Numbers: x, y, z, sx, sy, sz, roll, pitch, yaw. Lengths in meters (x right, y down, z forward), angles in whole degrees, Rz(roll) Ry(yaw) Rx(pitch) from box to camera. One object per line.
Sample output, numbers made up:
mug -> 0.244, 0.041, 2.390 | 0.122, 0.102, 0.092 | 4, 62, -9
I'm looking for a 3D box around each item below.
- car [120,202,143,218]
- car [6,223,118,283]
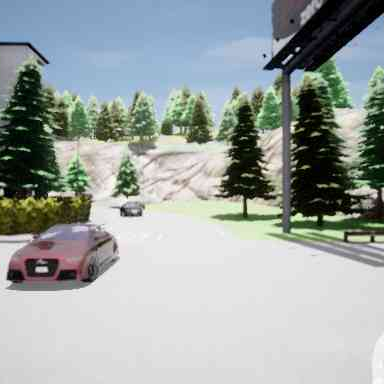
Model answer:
car -> -6.322, 1.821, 34.594 | 2.128, 1.511, 4.902 | 0, -1, -19
car -> -3.495, 1.629, 9.724 | 1.994, 1.385, 4.181 | 0, -1, 0
